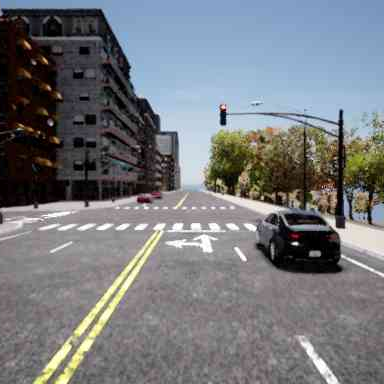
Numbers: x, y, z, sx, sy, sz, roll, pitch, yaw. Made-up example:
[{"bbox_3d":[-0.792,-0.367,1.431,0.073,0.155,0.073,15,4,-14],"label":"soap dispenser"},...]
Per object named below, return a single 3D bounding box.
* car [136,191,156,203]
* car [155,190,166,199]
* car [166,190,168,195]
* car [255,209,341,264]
[{"bbox_3d":[-6.590,0.909,46.644,1.895,1.301,4.718,0,1,0],"label":"car"},{"bbox_3d":[-6.539,0.558,62.555,1.882,1.535,5.008,0,1,1],"label":"car"},{"bbox_3d":[-6.511,0.150,77.721,1.882,1.535,5.008,0,1,0],"label":"car"},{"bbox_3d":[3.312,1.336,11.103,1.837,1.490,4.892,0,1,2],"label":"car"}]
